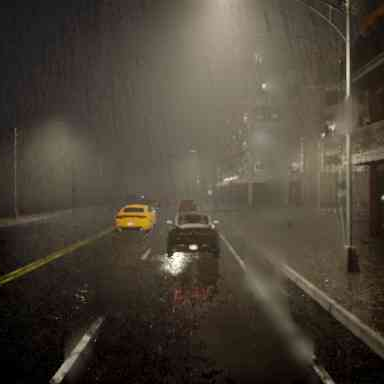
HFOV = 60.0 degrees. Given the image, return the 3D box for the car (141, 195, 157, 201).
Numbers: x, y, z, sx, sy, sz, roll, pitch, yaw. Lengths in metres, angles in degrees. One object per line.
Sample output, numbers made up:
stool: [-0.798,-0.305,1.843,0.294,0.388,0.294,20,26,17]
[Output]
car: [-8.156,1.800,64.026,1.895,1.301,4.718,0,0,-2]

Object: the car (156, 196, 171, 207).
car: [-4.360,1.640,54.136,1.882,1.535,5.008,0,0,-3]

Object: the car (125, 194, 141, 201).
car: [-11.404,1.427,63.930,2.150,2.045,5.566,0,0,-2]

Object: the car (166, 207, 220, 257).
car: [0.028,1.536,13.100,1.837,1.490,4.892,0,0,0]

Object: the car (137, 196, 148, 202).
car: [-11.920,1.630,80.603,2.033,1.411,5.357,0,0,-1]

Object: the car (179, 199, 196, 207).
car: [-0.499,1.581,38.584,1.882,1.535,5.008,0,0,-2]

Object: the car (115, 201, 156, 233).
car: [-3.299,1.533,20.075,1.882,1.535,5.008,0,0,-1]
